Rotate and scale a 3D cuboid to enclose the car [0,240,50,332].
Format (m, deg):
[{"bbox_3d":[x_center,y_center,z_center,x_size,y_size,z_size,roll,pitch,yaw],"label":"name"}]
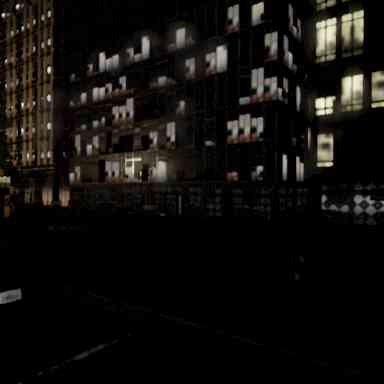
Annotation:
[{"bbox_3d":[-4.261,1.486,5.900,4.313,1.339,1.947,1,0,35],"label":"car"}]
